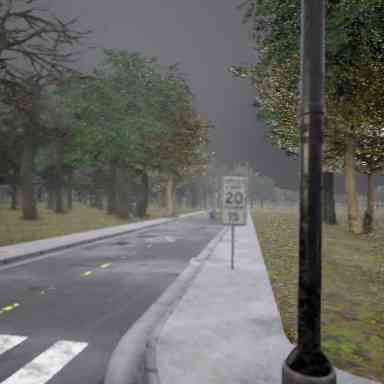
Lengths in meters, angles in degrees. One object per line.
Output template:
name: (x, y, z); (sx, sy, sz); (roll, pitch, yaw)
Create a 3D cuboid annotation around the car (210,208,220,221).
car: (3.311, 2.729, 40.642); (1.882, 1.535, 5.008); (1, -2, 10)

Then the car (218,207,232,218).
car: (5.215, 3.166, 52.355); (1.812, 1.442, 4.674); (1, -2, 10)
